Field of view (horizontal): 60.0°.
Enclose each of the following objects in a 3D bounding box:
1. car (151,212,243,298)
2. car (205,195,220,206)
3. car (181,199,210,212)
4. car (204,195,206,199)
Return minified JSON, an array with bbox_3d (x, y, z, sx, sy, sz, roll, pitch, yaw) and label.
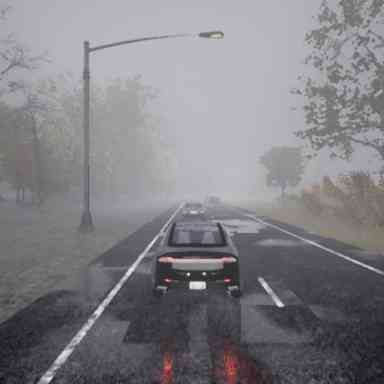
[{"bbox_3d":[0.105,1.484,8.479,2.128,1.511,4.902,0,0,0],"label":"car"},{"bbox_3d":[3.655,1.429,55.558,1.882,1.535,5.008,0,0,0],"label":"car"},{"bbox_3d":[0.124,1.522,26.841,2.033,1.411,5.357,0,0,0],"label":"car"},{"bbox_3d":[3.575,1.438,73.518,1.837,1.490,4.892,0,0,0],"label":"car"}]
